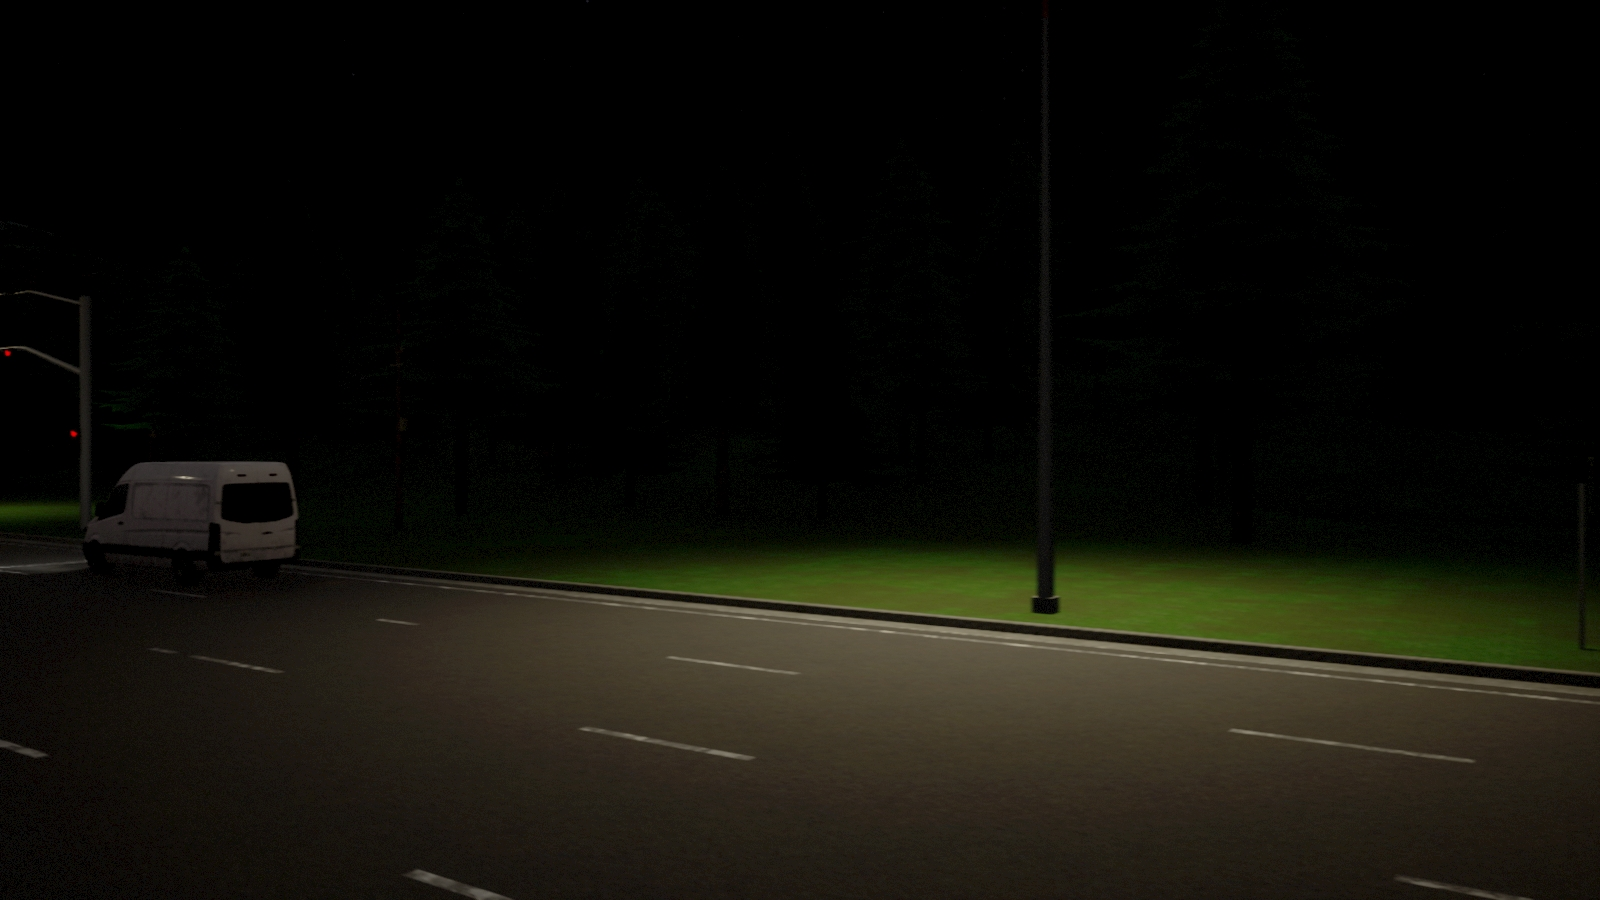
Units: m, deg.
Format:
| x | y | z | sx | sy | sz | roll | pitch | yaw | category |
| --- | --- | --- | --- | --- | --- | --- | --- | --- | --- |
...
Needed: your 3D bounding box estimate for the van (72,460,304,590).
| x | y | z | sx | sy | sz | roll | pitch | yaw | category |
| --- | --- | --- | --- | --- | --- | --- | --- | --- | --- |
| -13.689 | 1.530 | 25.398 | 5.915 | 2.561 | 1.988 | 0 | 0 | 33 | van |
